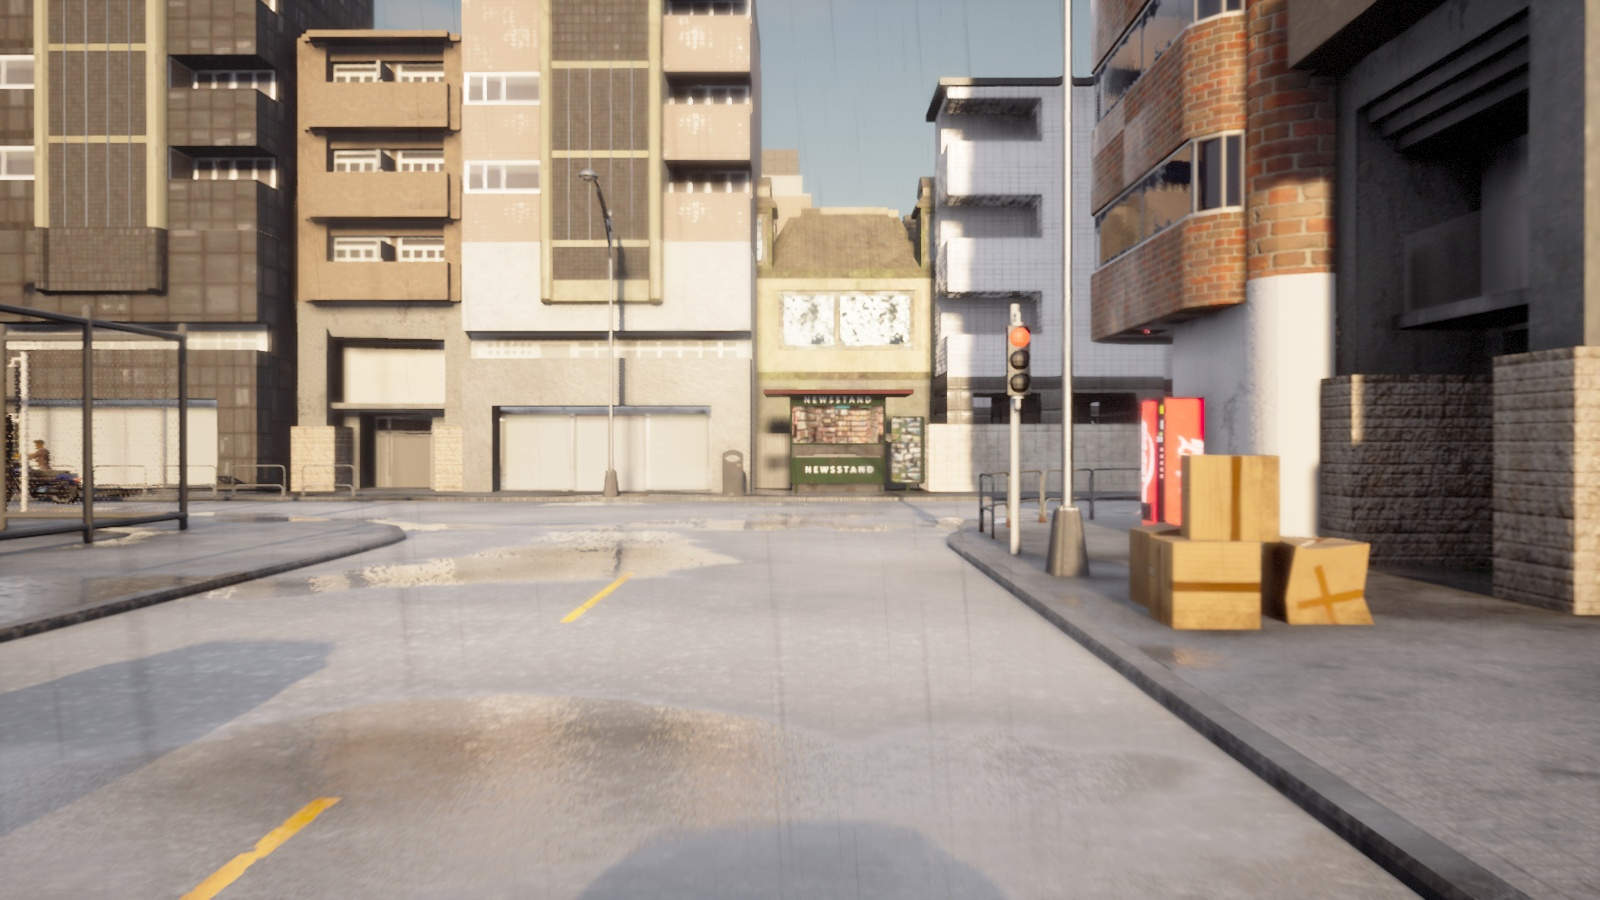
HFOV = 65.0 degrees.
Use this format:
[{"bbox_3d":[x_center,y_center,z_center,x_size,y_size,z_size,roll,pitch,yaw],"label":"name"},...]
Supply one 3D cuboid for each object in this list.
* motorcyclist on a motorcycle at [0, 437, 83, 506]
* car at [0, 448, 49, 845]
[{"bbox_3d":[-18.649,0.512,30.208,2.350,1.649,0.766,0,0,0],"label":"motorcyclist on a motorcycle"},{"bbox_3d":[-3.937,0.741,2.887,1.816,1.474,4.193,0,0,2],"label":"car"}]
